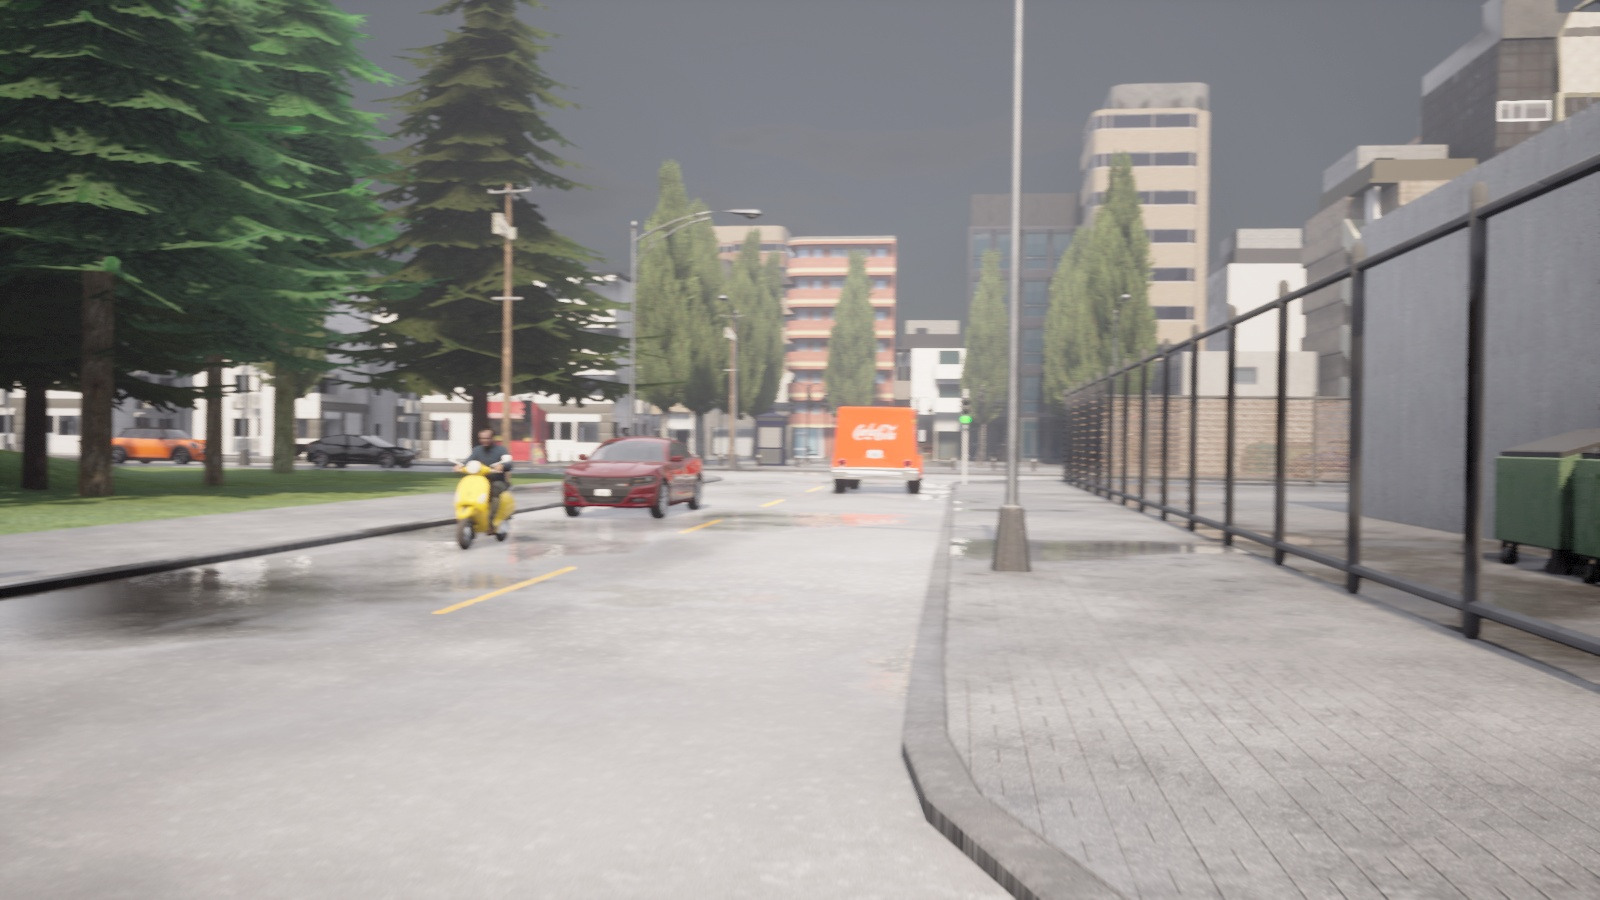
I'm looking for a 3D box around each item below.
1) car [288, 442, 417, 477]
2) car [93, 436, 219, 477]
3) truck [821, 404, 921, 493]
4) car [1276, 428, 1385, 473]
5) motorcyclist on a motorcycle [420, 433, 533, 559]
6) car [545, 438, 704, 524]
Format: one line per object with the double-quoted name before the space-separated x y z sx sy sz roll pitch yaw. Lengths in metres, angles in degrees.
"car" -19.327 0.399 54.321 4.792 1.488 2.163 0 0 8
"car" -28.367 0.290 55.394 4.553 1.767 2.097 0 0 7
"truck" 2.197 -0.052 37.311 2.627 2.467 5.204 0 0 7
"car" 22.472 0.015 53.323 3.866 1.878 1.905 0 0 7
"motorcyclist on a motorcycle" -4.305 0.576 16.874 0.866 1.590 1.817 0 0 7
"car" -3.330 0.534 24.863 1.882 1.535 5.008 0 0 7
